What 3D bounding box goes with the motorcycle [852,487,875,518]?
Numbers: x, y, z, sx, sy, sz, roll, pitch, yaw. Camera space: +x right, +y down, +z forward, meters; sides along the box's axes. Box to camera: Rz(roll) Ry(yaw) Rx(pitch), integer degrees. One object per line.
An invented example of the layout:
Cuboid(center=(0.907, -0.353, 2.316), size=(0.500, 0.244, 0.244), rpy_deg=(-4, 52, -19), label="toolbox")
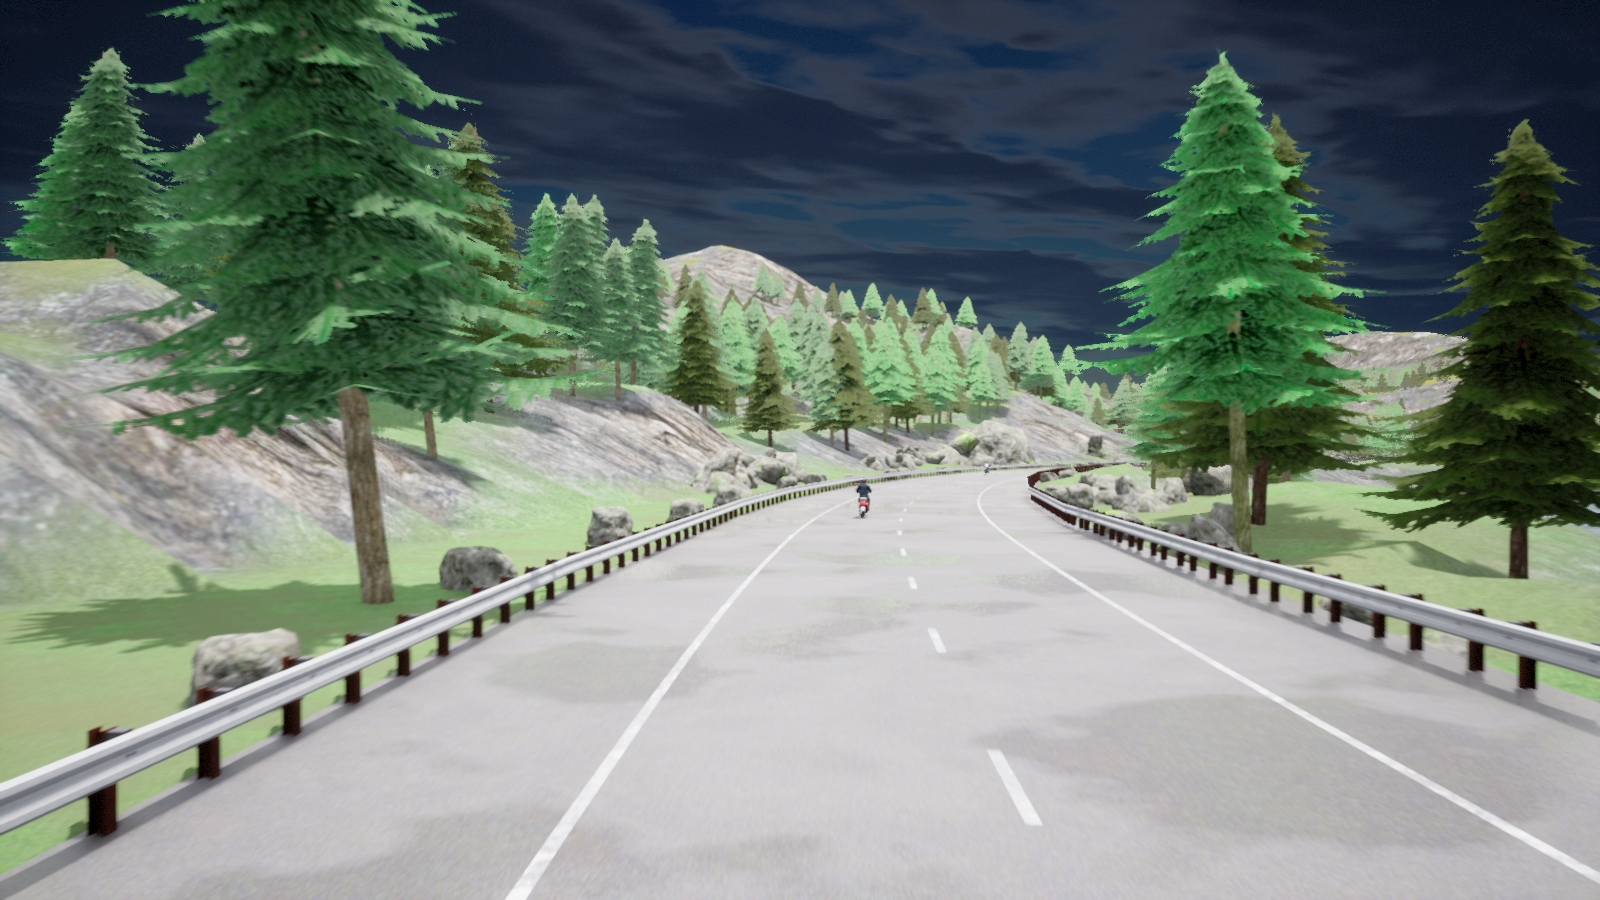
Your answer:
Cuboid(center=(2.666, 2.182, 47.786), size=(0.856, 1.236, 1.805), rpy_deg=(0, 0, 6), label="motorcycle")
